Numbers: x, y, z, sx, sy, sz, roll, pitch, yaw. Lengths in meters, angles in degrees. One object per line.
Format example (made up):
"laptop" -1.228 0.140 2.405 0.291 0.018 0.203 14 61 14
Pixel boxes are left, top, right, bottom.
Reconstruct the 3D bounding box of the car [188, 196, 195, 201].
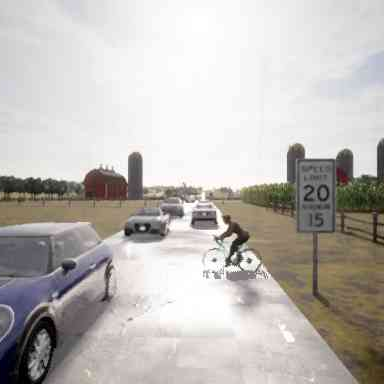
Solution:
"car" -0.328 1.662 69.611 2.128 1.511 4.902 0 0 2

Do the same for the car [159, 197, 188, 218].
"car" -1.806 1.324 30.168 2.097 1.767 4.553 0 0 2

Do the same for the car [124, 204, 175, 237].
"car" -2.272 1.546 17.774 1.994 1.385 4.181 0 0 2

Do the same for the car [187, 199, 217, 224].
"car" 0.916 1.523 24.604 2.033 1.411 5.357 0 0 2

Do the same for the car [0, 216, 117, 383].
"car" -2.724 1.346 5.255 2.097 1.767 4.553 0 0 2

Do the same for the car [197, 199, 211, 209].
"car" 1.710 1.609 46.893 1.895 1.301 4.718 0 0 2

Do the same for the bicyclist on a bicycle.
"bicyclist on a bicycle" 1.118 1.448 9.263 1.656 1.620 0.582 1 0 2
